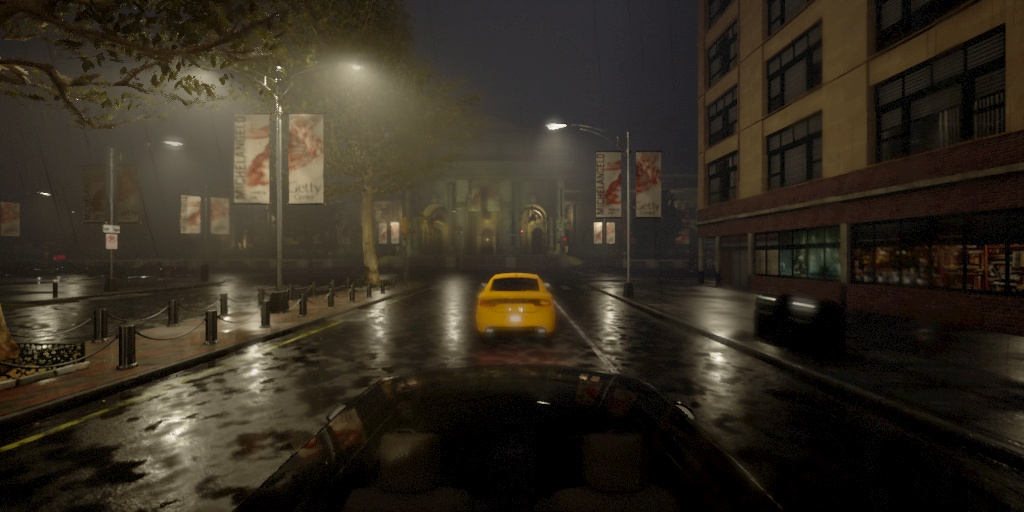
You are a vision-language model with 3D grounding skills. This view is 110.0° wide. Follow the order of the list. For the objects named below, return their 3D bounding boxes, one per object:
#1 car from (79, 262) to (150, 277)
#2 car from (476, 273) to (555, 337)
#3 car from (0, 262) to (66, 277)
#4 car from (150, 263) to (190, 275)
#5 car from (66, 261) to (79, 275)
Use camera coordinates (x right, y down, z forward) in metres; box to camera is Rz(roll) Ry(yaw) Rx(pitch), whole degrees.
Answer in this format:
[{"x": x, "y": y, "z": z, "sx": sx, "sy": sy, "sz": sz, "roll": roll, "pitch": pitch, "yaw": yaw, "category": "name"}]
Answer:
[{"x": -38.513, "y": 1.307, "z": 34.793, "sx": 4.181, "sy": 1.385, "sz": 1.994, "roll": 0, "pitch": 0, "yaw": 0, "category": "car"}, {"x": 0.119, "y": 1.226, "z": 10.350, "sx": 1.882, "sy": 1.535, "sz": 5.008, "roll": 0, "pitch": 0, "yaw": 1, "category": "car"}, {"x": -47.082, "y": 1.269, "z": 34.831, "sx": 4.674, "sy": 1.442, "sz": 1.812, "roll": 0, "pitch": 0, "yaw": 0, "category": "car"}, {"x": -37.404, "y": 1.344, "z": 38.290, "sx": 4.718, "sy": 1.301, "sz": 1.895, "roll": 0, "pitch": 0, "yaw": 0, "category": "car"}, {"x": -47.010, "y": 1.290, "z": 38.344, "sx": 5.357, "sy": 1.411, "sz": 2.033, "roll": 0, "pitch": 0, "yaw": 0, "category": "car"}]
